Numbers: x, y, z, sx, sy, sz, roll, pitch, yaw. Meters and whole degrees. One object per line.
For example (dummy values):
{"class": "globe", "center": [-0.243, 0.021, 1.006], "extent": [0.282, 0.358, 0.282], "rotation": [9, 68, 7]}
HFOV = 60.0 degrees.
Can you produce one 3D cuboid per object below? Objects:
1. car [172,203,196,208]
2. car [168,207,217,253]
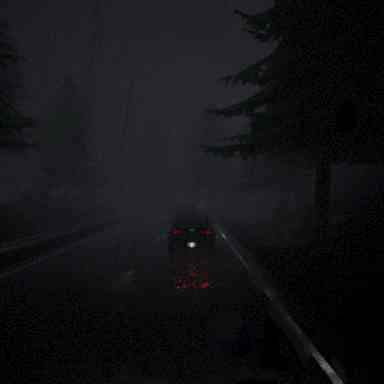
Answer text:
{"class": "car", "center": [-0.625, 1.737, 29.769], "extent": [1.882, 1.535, 5.008], "rotation": [0, 0, -14]}
{"class": "car", "center": [0.001, 1.633, 14.306], "extent": [1.837, 1.490, 4.892], "rotation": [0, 0, 0]}
